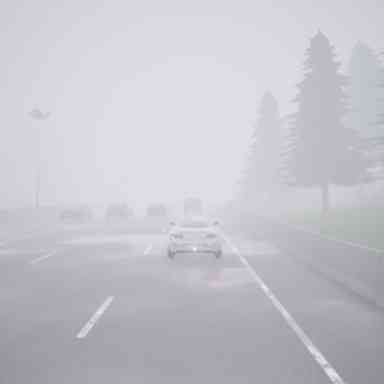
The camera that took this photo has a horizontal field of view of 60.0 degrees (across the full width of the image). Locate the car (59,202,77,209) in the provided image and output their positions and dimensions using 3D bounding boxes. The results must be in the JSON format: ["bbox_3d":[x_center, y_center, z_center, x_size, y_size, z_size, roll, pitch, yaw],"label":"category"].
[{"bbox_3d":[-24.517,2.597,65.736,1.994,1.385,4.181,0,-2,0],"label":"car"}]

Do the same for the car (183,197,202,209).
[{"bbox_3d":[0.089,1.685,41.363,2.150,2.045,5.566,0,-1,0],"label":"car"}]

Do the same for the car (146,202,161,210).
[{"bbox_3d":[-6.916,2.439,60.018,2.033,1.411,5.357,0,-2,0],"label":"car"}]

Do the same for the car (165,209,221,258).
[{"bbox_3d":[0.095,1.607,13.070,1.812,1.442,4.674,0,0,0],"label":"car"}]

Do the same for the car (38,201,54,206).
[{"bbox_3d":[-28.017,2.569,65.736,1.812,1.442,4.674,0,-2,0],"label":"car"}]

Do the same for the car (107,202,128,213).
[{"bbox_3d":[-10.412,2.138,46.717,1.994,1.385,4.181,0,-1,0],"label":"car"}]

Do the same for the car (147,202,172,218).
[{"bbox_3d":[-3.409,1.814,34.173,1.882,1.535,5.008,0,-1,0],"label":"car"}]

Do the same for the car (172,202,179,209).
[{"bbox_3d":[-3.415,2.460,60.179,1.994,1.385,4.181,0,-2,0],"label":"car"}]

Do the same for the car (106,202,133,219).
[{"bbox_3d":[-6.908,1.793,32.051,2.128,1.511,4.902,0,-1,0],"label":"car"}]

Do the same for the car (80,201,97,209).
[{"bbox_3d":[-21.018,2.582,67.753,1.882,1.535,5.008,0,-2,0],"label":"car"}]

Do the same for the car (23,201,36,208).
[{"bbox_3d":[-31.517,2.522,65.737,1.882,1.535,5.008,0,-2,0],"label":"car"}]

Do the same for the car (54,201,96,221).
[{"bbox_3d":[-10.408,1.799,30.021,1.812,1.442,4.674,0,-1,0],"label":"car"}]
